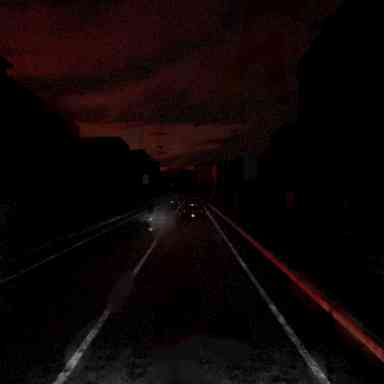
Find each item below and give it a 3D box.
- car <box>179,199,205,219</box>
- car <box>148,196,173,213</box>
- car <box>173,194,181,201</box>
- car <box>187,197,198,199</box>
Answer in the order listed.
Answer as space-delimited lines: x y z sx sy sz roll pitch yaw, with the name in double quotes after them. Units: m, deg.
0.077 1.515 27.696 1.895 1.301 4.718 0 0 0 "car"
-3.470 1.383 34.699 2.128 1.511 4.902 0 0 0 "car"
-3.569 1.283 75.624 1.812 1.442 4.674 0 0 0 "car"
0.059 1.373 42.869 1.837 1.490 4.892 0 0 0 "car"
